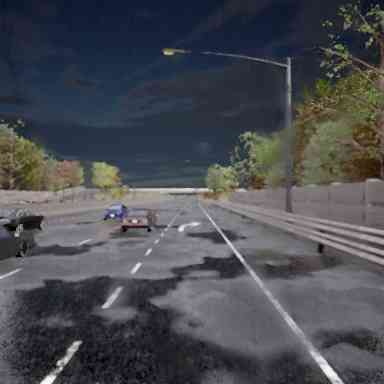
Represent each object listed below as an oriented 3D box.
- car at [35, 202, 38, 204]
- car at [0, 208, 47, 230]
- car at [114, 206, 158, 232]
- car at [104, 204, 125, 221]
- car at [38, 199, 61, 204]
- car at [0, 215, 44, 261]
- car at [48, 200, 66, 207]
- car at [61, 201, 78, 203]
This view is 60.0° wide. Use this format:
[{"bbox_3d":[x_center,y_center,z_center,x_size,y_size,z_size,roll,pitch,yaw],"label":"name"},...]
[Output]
[{"bbox_3d":[-31.398,2.281,70.609,1.882,1.535,5.008,0,-1,0],"label":"car"},{"bbox_3d":[-10.373,1.713,19.737,2.128,1.511,4.902,0,-1,0],"label":"car"},{"bbox_3d":[-3.375,1.802,22.100,2.033,1.411,5.357,0,-1,0],"label":"car"},{"bbox_3d":[-6.856,1.882,30.930,1.812,1.442,4.674,0,-1,0],"label":"car"},{"bbox_3d":[-24.440,2.196,58.550,2.128,1.511,4.902,0,-1,1],"label":"car"},{"bbox_3d":[-6.884,1.662,10.287,2.033,1.411,5.357,0,-1,0],"label":"car"},{"bbox_3d":[-27.901,2.361,68.739,1.812,1.442,4.674,0,-1,0],"label":"car"},{"bbox_3d":[-20.947,2.270,58.851,1.994,1.385,4.181,0,-1,1],"label":"car"}]
